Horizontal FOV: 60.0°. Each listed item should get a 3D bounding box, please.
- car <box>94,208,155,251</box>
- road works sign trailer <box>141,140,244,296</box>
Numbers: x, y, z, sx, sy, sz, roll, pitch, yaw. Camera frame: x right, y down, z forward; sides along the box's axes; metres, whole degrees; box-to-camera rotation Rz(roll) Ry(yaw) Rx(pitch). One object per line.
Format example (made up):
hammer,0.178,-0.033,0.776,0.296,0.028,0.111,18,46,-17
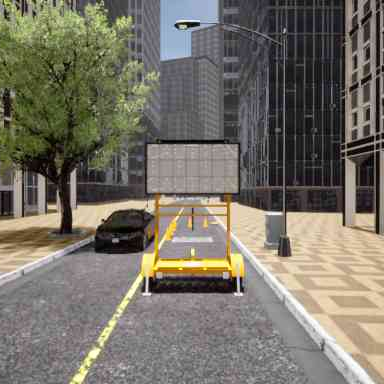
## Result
car,-2.720,1.478,14.349,1.882,1.535,5.008,0,0,0
road works sign trailer,0.018,0.464,8.620,2.380,3.560,2.880,0,0,0
